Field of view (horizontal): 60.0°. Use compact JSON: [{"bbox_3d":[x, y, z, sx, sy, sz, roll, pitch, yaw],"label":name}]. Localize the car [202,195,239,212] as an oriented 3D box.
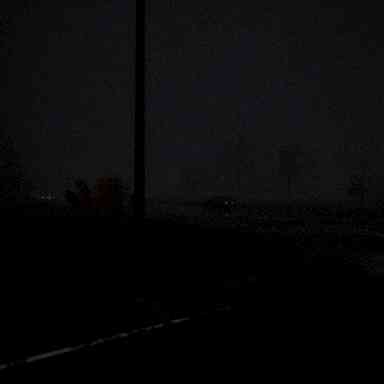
[{"bbox_3d":[3.016,1.150,36.422,2.097,1.767,4.553,0,1,-35],"label":"car"}]
